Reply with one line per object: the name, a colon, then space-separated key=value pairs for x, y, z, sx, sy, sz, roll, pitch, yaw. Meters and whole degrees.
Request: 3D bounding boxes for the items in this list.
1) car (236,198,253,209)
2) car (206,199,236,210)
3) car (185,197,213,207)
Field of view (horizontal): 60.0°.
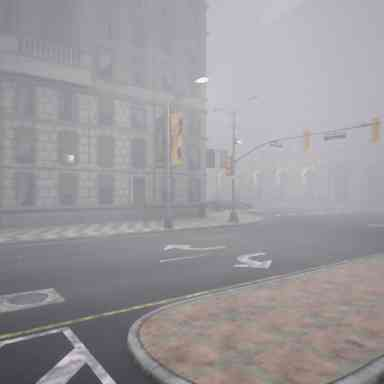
car: x=6.185 y=1.564 z=44.784 sx=1.994 sy=1.385 sz=4.181 roll=0 pitch=0 yaw=-36
car: x=3.243 y=1.564 z=42.879 sx=1.994 sy=1.385 sz=4.181 roll=0 pitch=0 yaw=-36
car: x=1.095 y=1.505 z=51.943 sx=1.837 sy=1.490 sz=4.892 roll=0 pitch=0 yaw=-35
